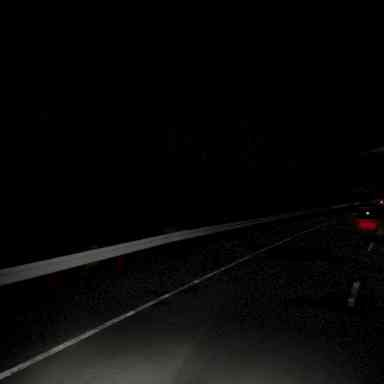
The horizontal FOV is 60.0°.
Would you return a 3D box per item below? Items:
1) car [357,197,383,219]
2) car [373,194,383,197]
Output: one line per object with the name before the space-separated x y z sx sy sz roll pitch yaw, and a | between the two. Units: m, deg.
car | 16.006 1.504 29.643 1.837 1.490 4.892 0 0 35
car | 22.052 1.220 38.191 2.150 2.045 5.566 0 0 35
